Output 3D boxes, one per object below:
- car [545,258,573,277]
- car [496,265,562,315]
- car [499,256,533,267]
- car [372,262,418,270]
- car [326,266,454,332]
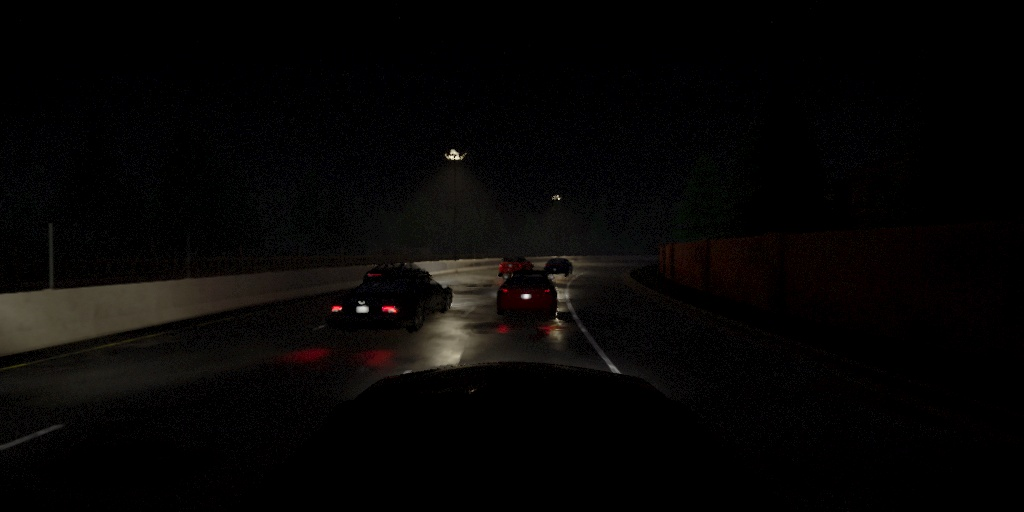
[{"bbox_3d":[4.087,0.892,30.814,1.882,1.535,5.008,0,1,16],"label":"car"},{"bbox_3d":[0.598,1.184,12.997,1.994,1.385,4.181,0,1,5],"label":"car"},{"bbox_3d":[0.432,0.768,30.673,2.097,1.767,4.553,0,1,15],"label":"car"},{"bbox_3d":[-5.770,1.046,18.643,2.128,1.511,4.902,0,1,8],"label":"car"},{"bbox_3d":[-3.151,1.197,10.432,2.033,1.411,5.357,0,1,4],"label":"car"}]
